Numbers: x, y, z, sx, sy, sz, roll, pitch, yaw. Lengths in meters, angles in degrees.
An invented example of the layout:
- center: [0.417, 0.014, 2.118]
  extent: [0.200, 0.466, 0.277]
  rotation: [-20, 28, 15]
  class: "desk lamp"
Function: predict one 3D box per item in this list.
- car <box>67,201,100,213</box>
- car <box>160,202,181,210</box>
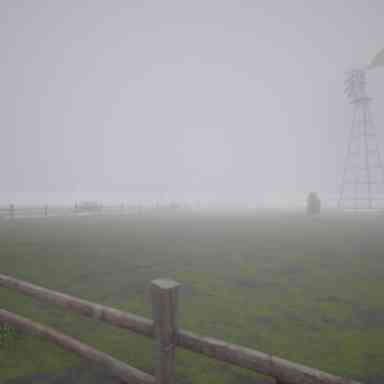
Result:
- center: [-15.282, 2.056, 47.090]
  extent: [2.097, 1.767, 4.553]
  rotation: [-1, -2, 35]
  class: "car"
- center: [-4.048, 2.559, 62.777]
  extent: [2.128, 1.511, 4.902]
  rotation: [-1, -2, 35]
  class: "car"
